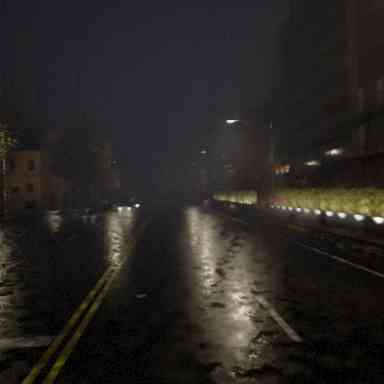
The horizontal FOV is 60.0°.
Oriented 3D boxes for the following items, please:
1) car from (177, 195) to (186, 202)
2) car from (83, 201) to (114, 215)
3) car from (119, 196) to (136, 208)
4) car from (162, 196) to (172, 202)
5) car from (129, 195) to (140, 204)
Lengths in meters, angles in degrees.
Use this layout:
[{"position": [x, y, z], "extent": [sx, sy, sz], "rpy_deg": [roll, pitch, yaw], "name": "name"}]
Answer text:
[{"position": [-2.399, 1.506, 77.811], "extent": [2.033, 1.411, 5.357], "rpy_deg": [-2, 0, -4], "name": "car"}, {"position": [-11.217, 1.861, 40.073], "extent": [2.128, 1.511, 4.902], "rpy_deg": [-1, 0, 15], "name": "car"}, {"position": [-11.351, 1.911, 57.316], "extent": [1.812, 1.442, 4.674], "rpy_deg": [-2, 0, -4], "name": "car"}, {"position": [-5.887, 1.595, 77.535], "extent": [1.812, 1.442, 4.674], "rpy_deg": [-2, 0, -4], "name": "car"}, {"position": [-12.552, 2.009, 73.098], "extent": [1.895, 1.301, 4.718], "rpy_deg": [-2, 0, -4], "name": "car"}]
